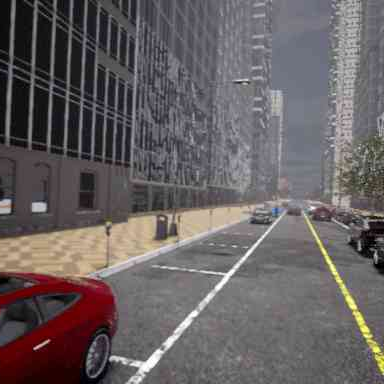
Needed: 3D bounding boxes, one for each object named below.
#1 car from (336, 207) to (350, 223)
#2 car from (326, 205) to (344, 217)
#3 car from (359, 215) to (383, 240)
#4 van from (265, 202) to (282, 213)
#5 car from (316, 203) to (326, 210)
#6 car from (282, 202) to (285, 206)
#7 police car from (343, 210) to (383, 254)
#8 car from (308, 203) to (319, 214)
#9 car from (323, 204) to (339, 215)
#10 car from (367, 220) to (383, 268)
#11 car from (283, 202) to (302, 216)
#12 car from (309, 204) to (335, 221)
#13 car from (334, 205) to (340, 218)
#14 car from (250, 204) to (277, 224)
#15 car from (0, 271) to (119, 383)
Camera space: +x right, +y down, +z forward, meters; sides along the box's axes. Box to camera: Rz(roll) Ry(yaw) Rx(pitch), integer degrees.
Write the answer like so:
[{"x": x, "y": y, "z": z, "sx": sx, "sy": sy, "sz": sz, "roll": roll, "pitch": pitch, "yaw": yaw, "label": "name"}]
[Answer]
[{"x": 16.013, "y": 2.510, "z": 33.107, "sx": 2.008, "sy": 1.369, "sz": 4.403, "roll": 2, "pitch": 0, "yaw": 17, "label": "car"}, {"x": 21.130, "y": 2.736, "z": 49.399, "sx": 1.967, "sy": 1.590, "sz": 4.097, "roll": 2, "pitch": 0, "yaw": 17, "label": "car"}, {"x": 12.604, "y": 2.308, "z": 22.246, "sx": 1.802, "sy": 1.307, "sz": 4.206, "roll": 2, "pitch": -1, "yaw": 17, "label": "car"}, {"x": 9.738, "y": 2.102, "z": 41.056, "sx": 1.690, "sy": 1.788, "sz": 3.998, "roll": 2, "pitch": 0, "yaw": 17, "label": "van"}, {"x": 29.646, "y": 3.386, "z": 76.550, "sx": 1.887, "sy": 1.381, "sz": 4.507, "roll": 2, "pitch": 0, "yaw": 17, "label": "car"}, {"x": 25.067, "y": 3.285, "z": 89.929, "sx": 1.887, "sy": 1.381, "sz": 4.507, "roll": 2, "pitch": 0, "yaw": 17, "label": "car"}, {"x": 8.710, "y": 1.931, "z": 15.790, "sx": 1.930, "sy": 1.638, "sz": 5.238, "roll": 2, "pitch": -1, "yaw": 17, "label": "police car"}, {"x": 18.468, "y": 2.790, "z": 49.921, "sx": 1.895, "sy": 1.301, "sz": 4.718, "roll": 2, "pitch": 0, "yaw": 17, "label": "car"}, {"x": 22.833, "y": 2.846, "z": 54.829, "sx": 1.967, "sy": 1.590, "sz": 4.097, "roll": 2, "pitch": 0, "yaw": 17, "label": "car"}, {"x": 6.877, "y": 1.882, "z": 9.960, "sx": 1.837, "sy": 1.490, "sz": 4.892, "roll": 2, "pitch": -1, "yaw": 17, "label": "car"}, {"x": 14.223, "y": 2.535, "z": 46.400, "sx": 2.033, "sy": 1.411, "sz": 5.357, "roll": 2, "pitch": 0, "yaw": 17, "label": "car"}, {"x": 14.684, "y": 2.467, "z": 37.754, "sx": 1.812, "sy": 1.442, "sz": 4.674, "roll": 2, "pitch": 0, "yaw": 18, "label": "car"}, {"x": 17.717, "y": 2.624, "z": 38.537, "sx": 2.008, "sy": 1.369, "sz": 4.403, "roll": 2, "pitch": 0, "yaw": 17, "label": "car"}, {"x": 6.321, "y": 2.082, "z": 30.193, "sx": 2.008, "sy": 1.369, "sz": 4.403, "roll": 2, "pitch": -1, "yaw": 17, "label": "car"}, {"x": -2.198, "y": 1.518, "z": 3.041, "sx": 1.802, "sy": 1.307, "sz": 4.206, "roll": 2, "pitch": -1, "yaw": 17, "label": "car"}]
